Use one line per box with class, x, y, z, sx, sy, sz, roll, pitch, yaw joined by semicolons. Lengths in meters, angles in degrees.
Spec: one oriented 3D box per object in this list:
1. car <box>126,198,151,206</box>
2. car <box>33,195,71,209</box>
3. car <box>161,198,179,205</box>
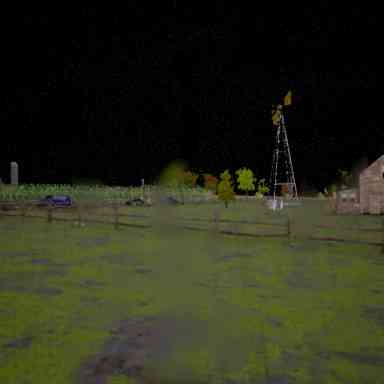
car;-10.367;1.925;62.449;1.994;1.385;4.181;-1;-1;36
car;-21.654;1.498;51.775;2.150;2.045;5.566;-1;-1;36
car;-4.698;1.937;70.408;1.812;1.442;4.674;-1;-1;36
